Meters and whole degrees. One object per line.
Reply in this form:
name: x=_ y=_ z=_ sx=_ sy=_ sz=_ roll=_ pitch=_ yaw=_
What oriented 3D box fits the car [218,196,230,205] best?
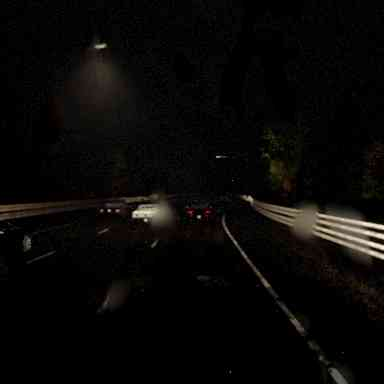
car: x=5.744 y=1.482 z=59.631 sx=1.812 sy=1.442 sz=4.674 roll=0 pitch=0 yaw=6

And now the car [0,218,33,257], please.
car: x=-6.802 y=1.486 z=10.362 sx=1.837 sy=1.490 sz=4.892 roll=0 pitch=0 yaw=1

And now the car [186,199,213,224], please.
car: x=0.543 y=1.497 z=24.696 sx=1.812 sy=1.442 sz=4.674 roll=0 pitch=0 yaw=2

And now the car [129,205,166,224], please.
car: x=-2.980 y=1.570 z=24.238 sx=1.895 sy=1.301 sz=4.718 roll=0 pitch=0 yaw=2

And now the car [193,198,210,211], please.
car: x=1.266 y=1.522 z=41.238 sx=1.994 sy=1.385 sz=4.181 roll=0 pitch=0 yaw=3

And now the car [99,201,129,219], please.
car: x=-6.339 y=1.511 z=28.400 sx=2.033 sy=1.411 sz=5.357 roll=0 pitch=0 yaw=2

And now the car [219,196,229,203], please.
car: x=6.662 y=1.483 z=69.195 sx=1.895 sy=1.301 sz=4.718 roll=0 pitch=0 yaw=5
